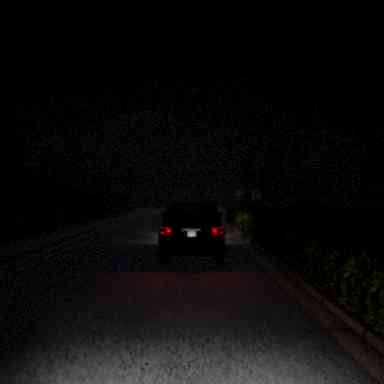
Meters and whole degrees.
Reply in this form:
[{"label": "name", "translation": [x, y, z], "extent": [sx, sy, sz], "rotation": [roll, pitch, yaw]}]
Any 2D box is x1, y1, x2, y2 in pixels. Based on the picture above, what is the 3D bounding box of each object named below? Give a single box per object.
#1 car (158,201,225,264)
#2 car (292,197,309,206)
[{"label": "car", "translation": [0.005, 1.357, 12.570], "extent": [2.150, 2.045, 5.566], "rotation": [0, 0, 0]}, {"label": "car", "translation": [19.722, 1.812, 56.313], "extent": [5.566, 2.045, 2.150], "rotation": [0, -1, 1]}]
